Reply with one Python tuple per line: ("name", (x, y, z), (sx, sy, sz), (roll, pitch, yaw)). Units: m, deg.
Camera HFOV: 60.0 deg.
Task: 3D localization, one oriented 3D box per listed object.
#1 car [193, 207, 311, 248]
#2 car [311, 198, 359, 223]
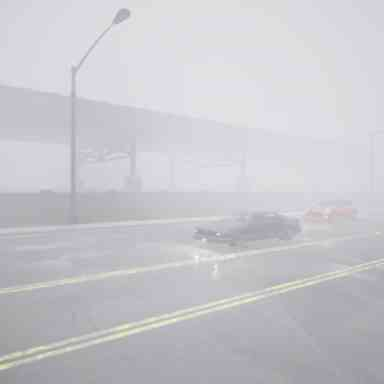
("car", (2.625, 1.499, 14.677), (5.357, 1.411, 2.033), (0, 0, -36))
("car", (10.363, 1.290, 24.709), (4.553, 1.767, 2.097), (0, 0, -36))
